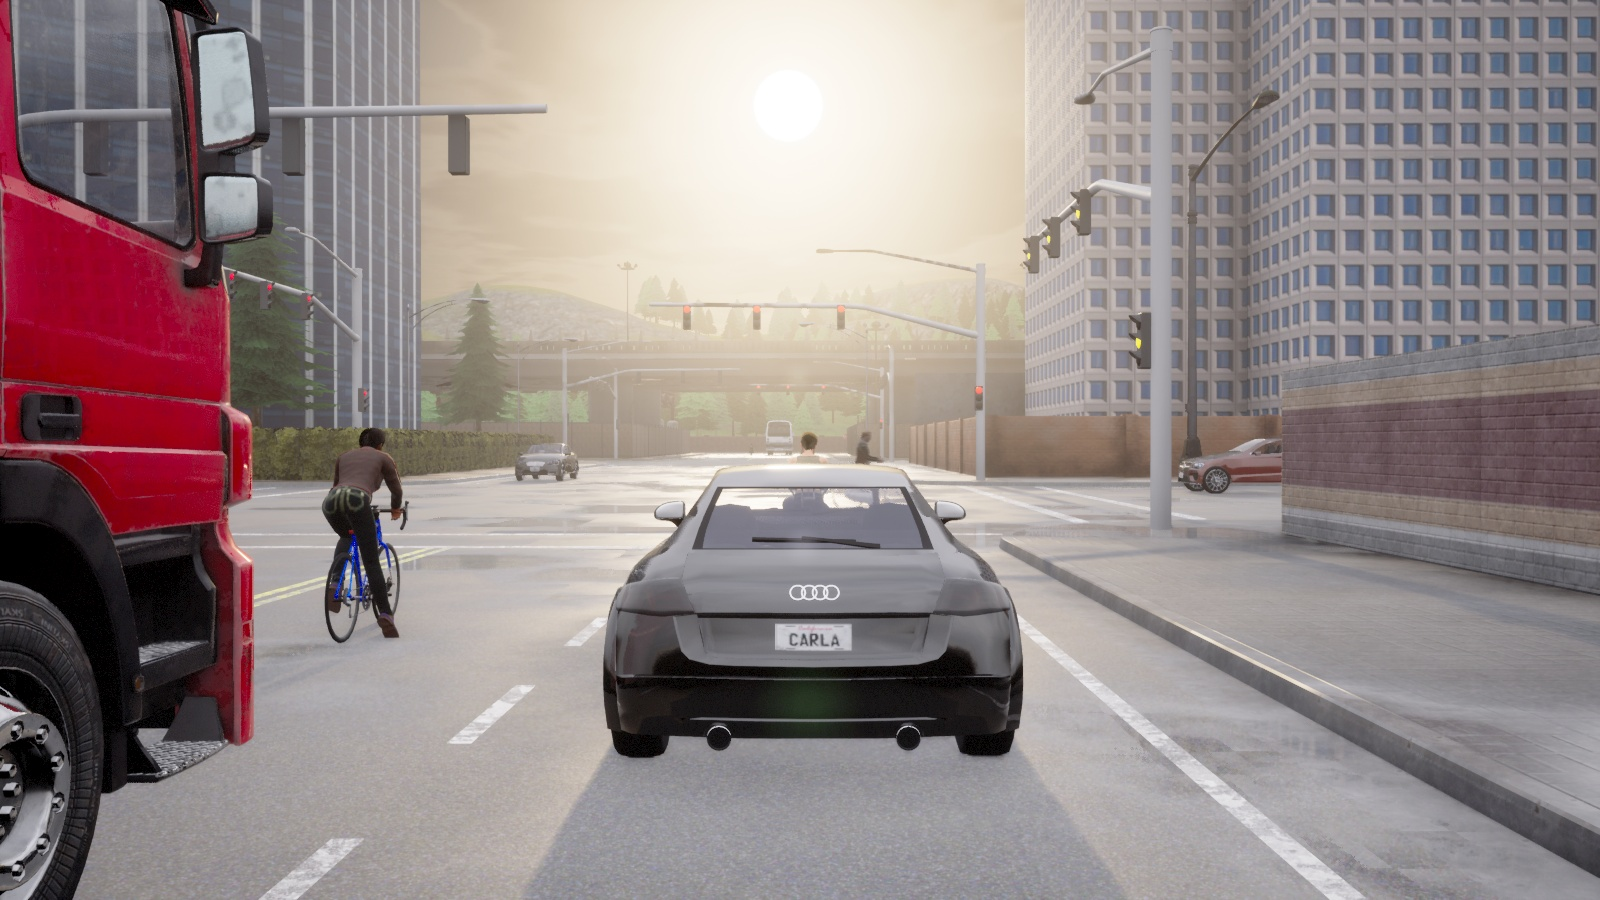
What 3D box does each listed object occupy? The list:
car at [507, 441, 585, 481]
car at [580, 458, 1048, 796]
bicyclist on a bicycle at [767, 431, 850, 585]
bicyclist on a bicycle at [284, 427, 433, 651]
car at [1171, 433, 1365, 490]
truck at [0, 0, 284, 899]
[{"bbox_3d":[-10.185,0.408,50.752,2.128,1.511,4.902,0,0,0],"label":"car"},{"bbox_3d":[0.060,0.768,7.443,1.994,1.385,4.181,0,0,0],"label":"car"},{"bbox_3d":[0.093,0.604,13.963,0.866,1.612,1.509,0,0,0],"label":"bicyclist on a bicycle"},{"bbox_3d":[-3.426,0.641,9.893,0.582,1.620,1.656,0,0,0],"label":"bicyclist on a bicycle"},{"bbox_3d":[13.928,0.324,37.603,5.027,1.651,2.152,0,0,1],"label":"car"},{"bbox_3d":[-3.478,-0.243,0.926,2.891,3.462,7.936,0,0,0],"label":"truck"}]
